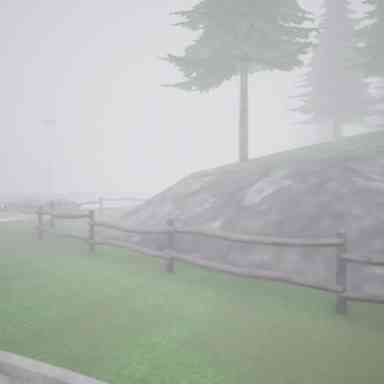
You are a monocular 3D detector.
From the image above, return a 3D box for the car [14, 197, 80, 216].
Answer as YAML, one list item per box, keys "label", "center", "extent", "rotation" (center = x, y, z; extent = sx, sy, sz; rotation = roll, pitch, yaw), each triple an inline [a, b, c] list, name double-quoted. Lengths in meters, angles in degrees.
- label: "car"
  center: [-11.416, 1.161, 26.940]
  extent: [1.895, 1.301, 4.718]
  rotation: [0, 1, 26]

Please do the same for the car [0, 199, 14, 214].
- label: "car"
  center: [-14.581, 1.135, 28.432]
  extent: [1.895, 1.301, 4.718]
  rotation: [0, 1, 26]
